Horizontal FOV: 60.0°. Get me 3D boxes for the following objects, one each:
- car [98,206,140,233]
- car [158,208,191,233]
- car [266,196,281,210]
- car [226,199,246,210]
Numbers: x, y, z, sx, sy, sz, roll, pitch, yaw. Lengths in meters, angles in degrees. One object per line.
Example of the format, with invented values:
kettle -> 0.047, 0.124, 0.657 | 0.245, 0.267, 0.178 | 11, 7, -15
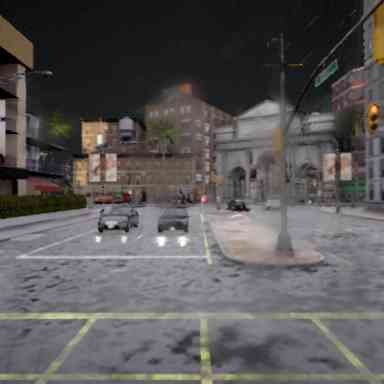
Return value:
car -> -4.553, 1.703, 21.353 | 2.128, 1.511, 4.902 | 0, 0, 1
car -> -1.050, 1.735, 21.598 | 2.033, 1.411, 5.357 | 0, 0, 1
car -> 12.130, 1.530, 47.803 | 2.150, 2.045, 5.566 | -1, 0, 23
car -> 6.565, 1.866, 49.697 | 1.837, 1.490, 4.892 | 0, -1, -11
